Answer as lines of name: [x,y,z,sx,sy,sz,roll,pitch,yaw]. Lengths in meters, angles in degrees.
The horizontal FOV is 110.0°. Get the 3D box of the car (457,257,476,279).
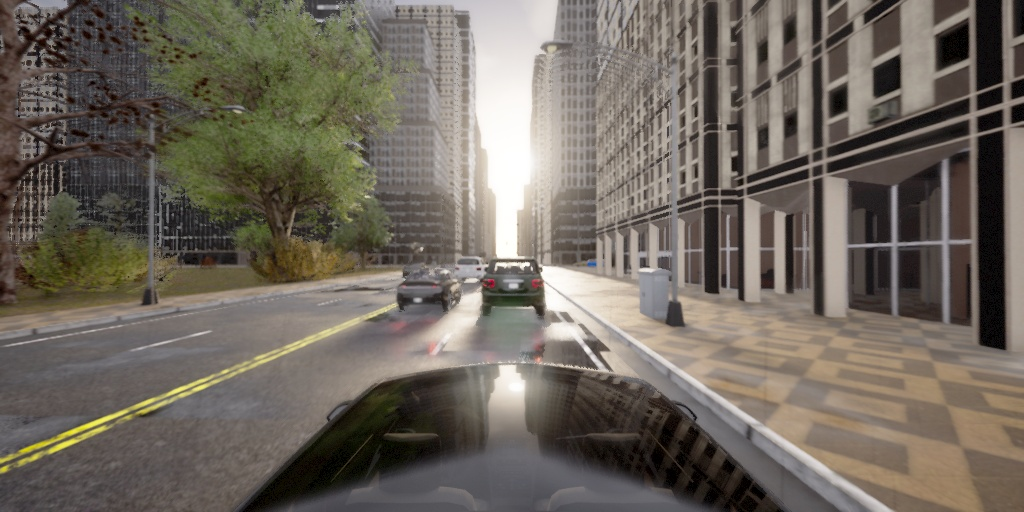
car: [-3.189,1.105,28.857,2.150,2.045,5.566,0,0,0]

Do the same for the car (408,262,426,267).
car: [-9.858,1.437,36.862,1.837,1.490,4.892,0,0,-1]

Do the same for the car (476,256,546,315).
car: [0.062,1.024,13.870,2.150,2.045,5.566,0,0,0]

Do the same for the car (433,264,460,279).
car: [-6.606,1.534,36.566,1.895,1.301,4.718,0,0,0]

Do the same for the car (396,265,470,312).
car: [-3.183,1.294,14.572,2.128,1.511,4.902,0,0,0]
